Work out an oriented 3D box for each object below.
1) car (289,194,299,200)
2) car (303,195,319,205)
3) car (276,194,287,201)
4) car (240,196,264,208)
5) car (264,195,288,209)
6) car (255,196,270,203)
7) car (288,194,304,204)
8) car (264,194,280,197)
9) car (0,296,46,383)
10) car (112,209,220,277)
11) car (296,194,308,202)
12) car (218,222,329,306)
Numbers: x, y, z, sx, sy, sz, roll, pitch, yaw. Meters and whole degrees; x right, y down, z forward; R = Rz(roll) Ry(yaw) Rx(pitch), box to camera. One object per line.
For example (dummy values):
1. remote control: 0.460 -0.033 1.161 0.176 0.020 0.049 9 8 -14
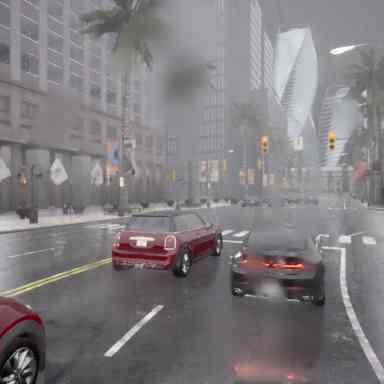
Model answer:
1. car: 27.405 1.391 89.162 1.882 1.535 5.008 0 0 24
2. car: 21.197 1.525 58.568 1.812 1.442 4.674 0 0 25
3. car: 24.019 1.354 89.180 2.185 1.767 4.553 0 0 24
4. car: 8.561 1.351 48.306 2.097 1.767 4.553 0 0 25
5. car: 11.842 1.507 46.743 1.837 1.490 4.892 0 -1 22
6. car: 14.795 1.513 69.282 2.161 1.482 4.786 0 0 24
7. car: 19.530 1.548 63.625 2.033 1.411 5.357 0 0 25
8. car: 14.623 1.564 61.402 1.994 1.385 4.181 0 0 25
9. car: -2.960 1.352 2.123 2.097 1.767 4.553 0 0 7
10. car: -0.533 1.352 10.591 2.097 1.767 4.553 0 0 21
11. car: 24.953 1.355 75.341 2.097 1.767 4.553 0 0 25
12. car: 2.251 1.505 8.224 1.837 1.490 4.892 0 0 20
